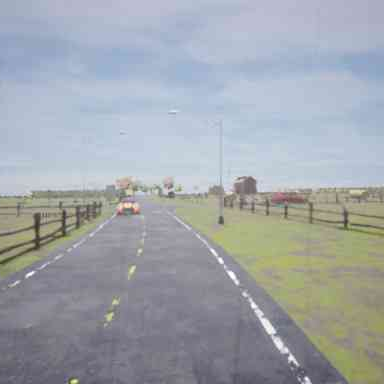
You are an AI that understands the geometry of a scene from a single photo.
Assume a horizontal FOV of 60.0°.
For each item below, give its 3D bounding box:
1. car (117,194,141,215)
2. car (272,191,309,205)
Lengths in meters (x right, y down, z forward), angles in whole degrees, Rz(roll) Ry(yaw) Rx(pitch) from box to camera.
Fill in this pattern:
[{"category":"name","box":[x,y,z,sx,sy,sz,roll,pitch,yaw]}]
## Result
[{"category":"car","box":[-6.327,1.363,33.369,2.097,1.767,4.553,0,0,-8]},{"category":"car","box":[15.411,0.940,52.203,5.566,2.045,2.150,-1,-1,-9]}]
